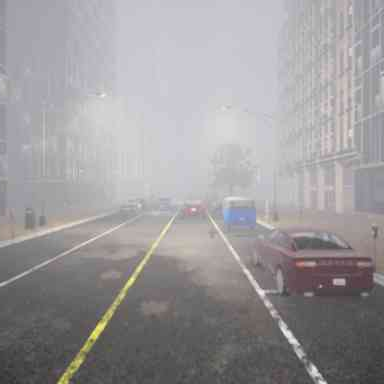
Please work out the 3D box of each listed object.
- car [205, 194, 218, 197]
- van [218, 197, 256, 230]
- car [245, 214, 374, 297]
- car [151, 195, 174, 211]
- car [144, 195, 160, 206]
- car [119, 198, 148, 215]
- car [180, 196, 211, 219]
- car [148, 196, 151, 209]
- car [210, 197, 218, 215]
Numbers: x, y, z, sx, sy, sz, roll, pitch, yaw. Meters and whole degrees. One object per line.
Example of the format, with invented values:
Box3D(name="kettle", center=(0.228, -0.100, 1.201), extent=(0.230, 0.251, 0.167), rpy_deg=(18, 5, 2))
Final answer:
Box3D(name="car", center=(2.701, 1.278, 42.497), extent=(1.947, 1.339, 4.313), rpy_deg=(0, 0, 0))
Box3D(name="van", center=(2.697, 1.214, 19.705), extent=(1.690, 1.788, 3.998), rpy_deg=(0, 0, 0))
Box3D(name="car", center=(2.694, 1.493, 8.313), extent=(1.887, 1.381, 4.507), rpy_deg=(0, 0, 0))
Box3D(name="car", center=(-3.087, 1.280, 36.851), extent=(1.812, 1.442, 4.674), rpy_deg=(0, 0, 0))
Box3D(name="car", center=(-5.678, 1.196, 48.025), extent=(1.752, 1.417, 4.829), rpy_deg=(0, 0, 0))
Box3D(name="car", center=(-5.682, 1.346, 31.105), extent=(2.008, 1.369, 4.403), rpy_deg=(0, 0, 0))
Box3D(name="car", center=(0.105, 1.327, 26.956), extent=(2.163, 1.488, 4.792), rpy_deg=(0, 0, 0))
Box3D(name="car", center=(-5.680, 1.320, 36.801), extent=(1.947, 1.339, 4.313), rpy_deg=(0, 0, 0))
Box3D(name="car", center=(2.698, 1.377, 31.103), extent=(1.802, 1.307, 4.206), rpy_deg=(0, 0, 0))
